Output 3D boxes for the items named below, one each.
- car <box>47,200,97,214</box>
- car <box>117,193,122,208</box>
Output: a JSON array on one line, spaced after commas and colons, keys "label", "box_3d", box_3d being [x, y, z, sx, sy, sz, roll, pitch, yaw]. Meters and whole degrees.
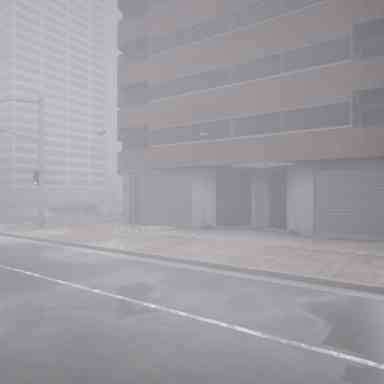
[{"label": "car", "box_3d": [-13.011, 1.546, 36.519, 2.033, 1.411, 5.357, 0, 0, 35]}, {"label": "car", "box_3d": [-7.314, 1.350, 44.640, 2.097, 1.767, 4.553, 0, 0, 35]}]
